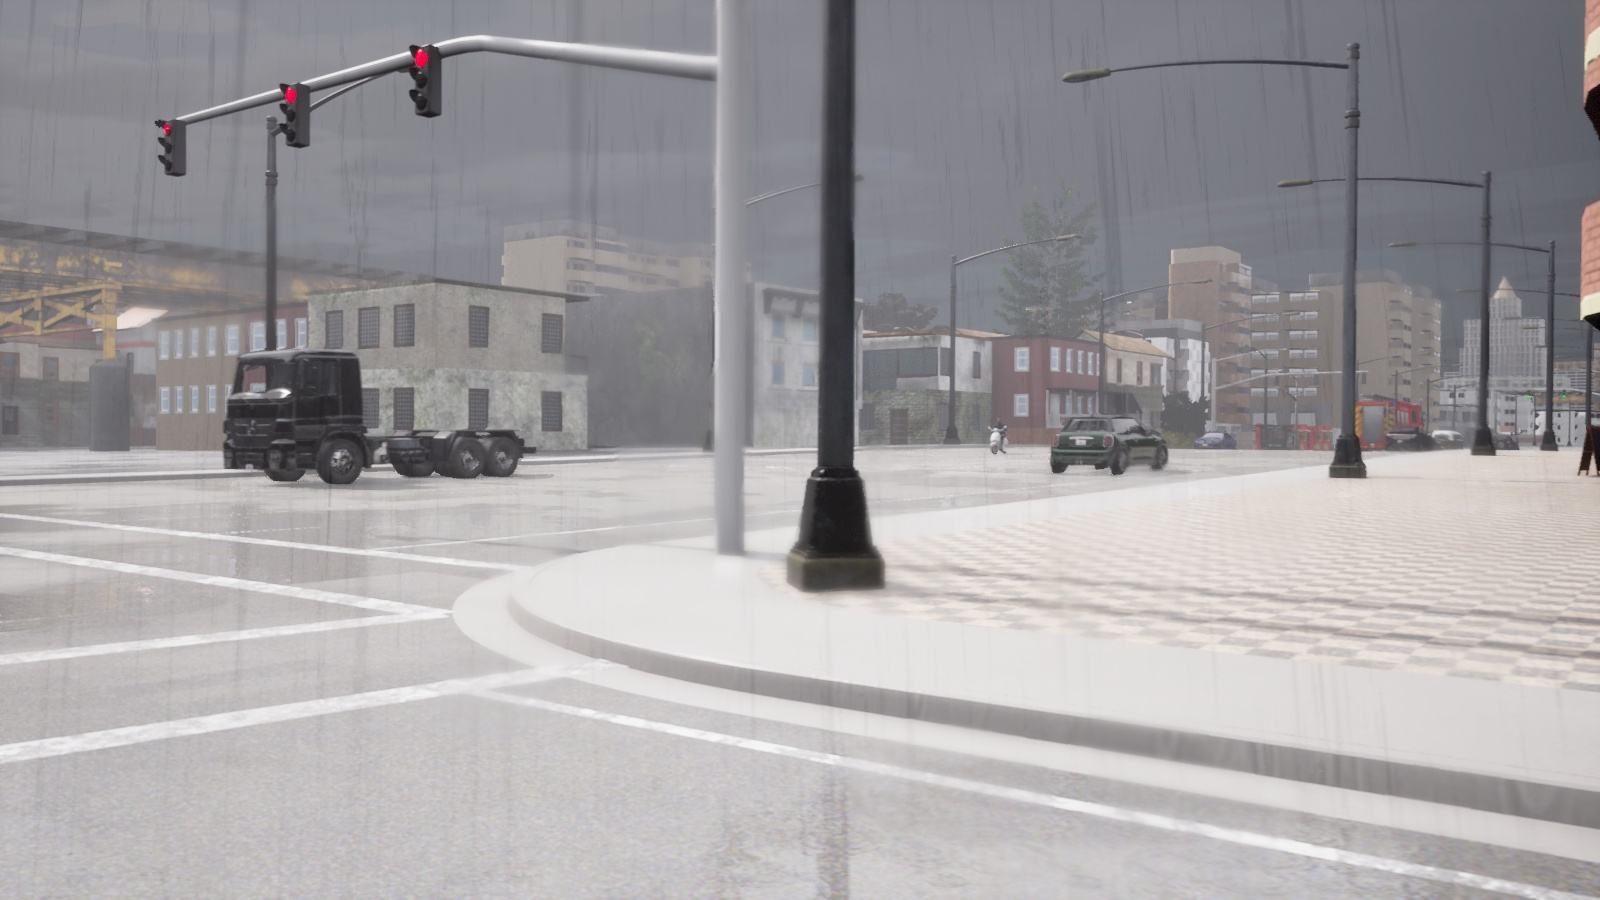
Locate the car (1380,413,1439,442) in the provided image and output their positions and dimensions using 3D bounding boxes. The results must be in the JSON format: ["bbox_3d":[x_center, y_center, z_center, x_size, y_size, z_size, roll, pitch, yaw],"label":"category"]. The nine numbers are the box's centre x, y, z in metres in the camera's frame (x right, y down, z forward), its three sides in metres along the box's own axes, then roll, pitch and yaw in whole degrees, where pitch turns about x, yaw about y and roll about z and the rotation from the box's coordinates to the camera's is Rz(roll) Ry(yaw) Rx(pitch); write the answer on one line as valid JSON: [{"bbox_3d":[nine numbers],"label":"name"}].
[{"bbox_3d":[34.279,-1.246,70.570,2.128,1.511,4.902,0,0,37],"label":"car"}]

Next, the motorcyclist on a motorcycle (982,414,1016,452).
[{"bbox_3d":[8.602,-0.753,54.279,0.866,1.590,1.817,-1,1,28],"label":"motorcyclist on a motorcycle"}]

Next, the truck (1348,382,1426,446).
[{"bbox_3d":[38.389,-2.240,81.933,2.891,3.827,8.468,0,-1,37],"label":"truck"}]

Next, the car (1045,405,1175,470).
[{"bbox_3d":[9.201,-0.401,36.983,2.097,1.767,4.553,0,2,37],"label":"car"}]

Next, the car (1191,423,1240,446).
[{"bbox_3d":[28.609,-1.062,86.377,1.812,1.442,4.674,0,-1,37],"label":"car"}]

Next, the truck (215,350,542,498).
[{"bbox_3d":[-10.923,-0.730,33.433,2.891,3.462,7.936,0,2,37],"label":"truck"}]
